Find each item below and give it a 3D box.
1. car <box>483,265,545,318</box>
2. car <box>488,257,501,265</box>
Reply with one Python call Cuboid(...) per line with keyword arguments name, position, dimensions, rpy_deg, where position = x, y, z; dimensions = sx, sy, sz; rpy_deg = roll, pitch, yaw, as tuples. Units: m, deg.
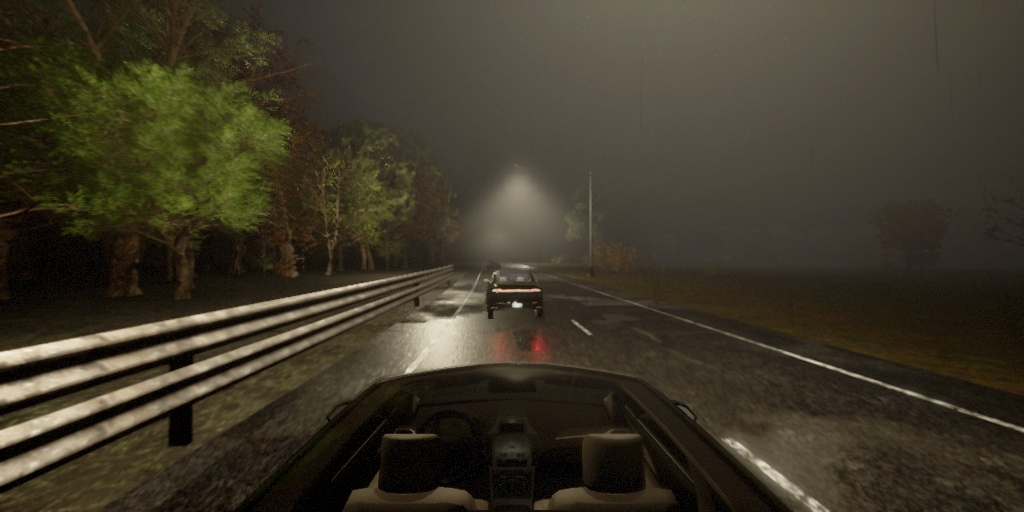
Cuboid(name="car", position=(-0.005, 1.239, 12.965), dimensions=(2.128, 1.511, 4.902), rpy_deg=(0, 0, -4))
Cuboid(name="car", position=(-2.650, 1.291, 53.163), dimensions=(1.994, 1.385, 4.181), rpy_deg=(0, 0, -4))
